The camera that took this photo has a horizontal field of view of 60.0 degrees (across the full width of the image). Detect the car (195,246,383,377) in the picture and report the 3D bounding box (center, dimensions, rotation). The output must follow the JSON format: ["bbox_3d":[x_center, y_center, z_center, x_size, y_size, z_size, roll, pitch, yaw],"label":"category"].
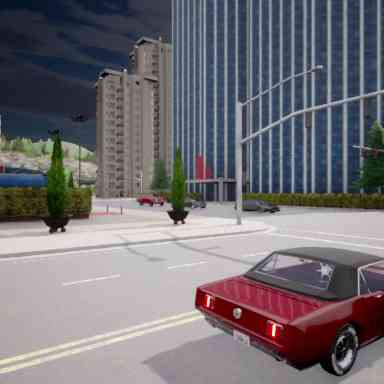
[{"bbox_3d":[2.459,1.601,5.564,4.718,1.301,1.895,0,0,-35],"label":"car"}]

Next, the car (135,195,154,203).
[{"bbox_3d":[-10.155,1.511,70.722,2.128,1.511,4.902,0,0,-36],"label":"car"}]

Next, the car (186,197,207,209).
[{"bbox_3d":[0.017,1.506,44.590,1.837,1.490,4.892,0,0,-36],"label":"car"}]

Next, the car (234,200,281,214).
[{"bbox_3d":[6.782,1.548,35.280,2.033,1.411,5.357,0,0,-36],"label":"car"}]

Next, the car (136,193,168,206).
[{"bbox_3d":[-6.611,1.221,53.742,2.150,2.045,5.566,0,0,-36],"label":"car"}]
